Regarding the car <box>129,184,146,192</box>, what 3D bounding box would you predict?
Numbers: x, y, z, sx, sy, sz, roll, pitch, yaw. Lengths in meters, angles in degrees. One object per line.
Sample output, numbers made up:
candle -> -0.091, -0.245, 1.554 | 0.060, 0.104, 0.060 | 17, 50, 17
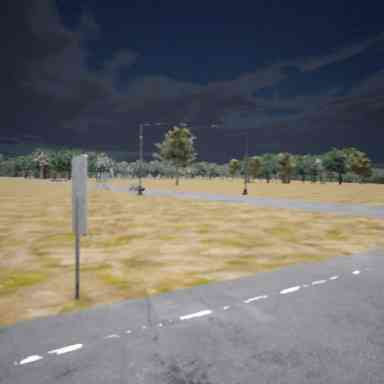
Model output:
car -> -10.584, -0.870, 63.960 | 2.033, 1.411, 5.357 | 0, 2, -27
